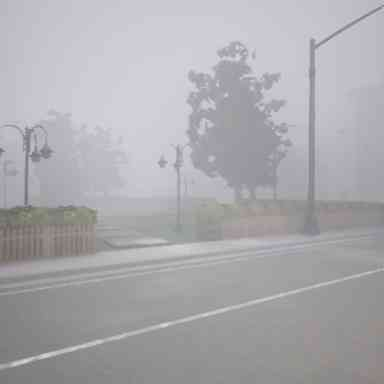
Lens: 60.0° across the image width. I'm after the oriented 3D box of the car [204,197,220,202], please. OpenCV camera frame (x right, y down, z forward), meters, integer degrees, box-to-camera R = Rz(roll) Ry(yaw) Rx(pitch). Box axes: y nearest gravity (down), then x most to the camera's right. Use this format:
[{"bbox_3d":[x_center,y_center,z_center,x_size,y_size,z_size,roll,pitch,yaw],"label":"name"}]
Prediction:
[{"bbox_3d":[3.305,1.768,60.573,2.097,1.767,4.553,1,0,-34],"label":"car"}]
